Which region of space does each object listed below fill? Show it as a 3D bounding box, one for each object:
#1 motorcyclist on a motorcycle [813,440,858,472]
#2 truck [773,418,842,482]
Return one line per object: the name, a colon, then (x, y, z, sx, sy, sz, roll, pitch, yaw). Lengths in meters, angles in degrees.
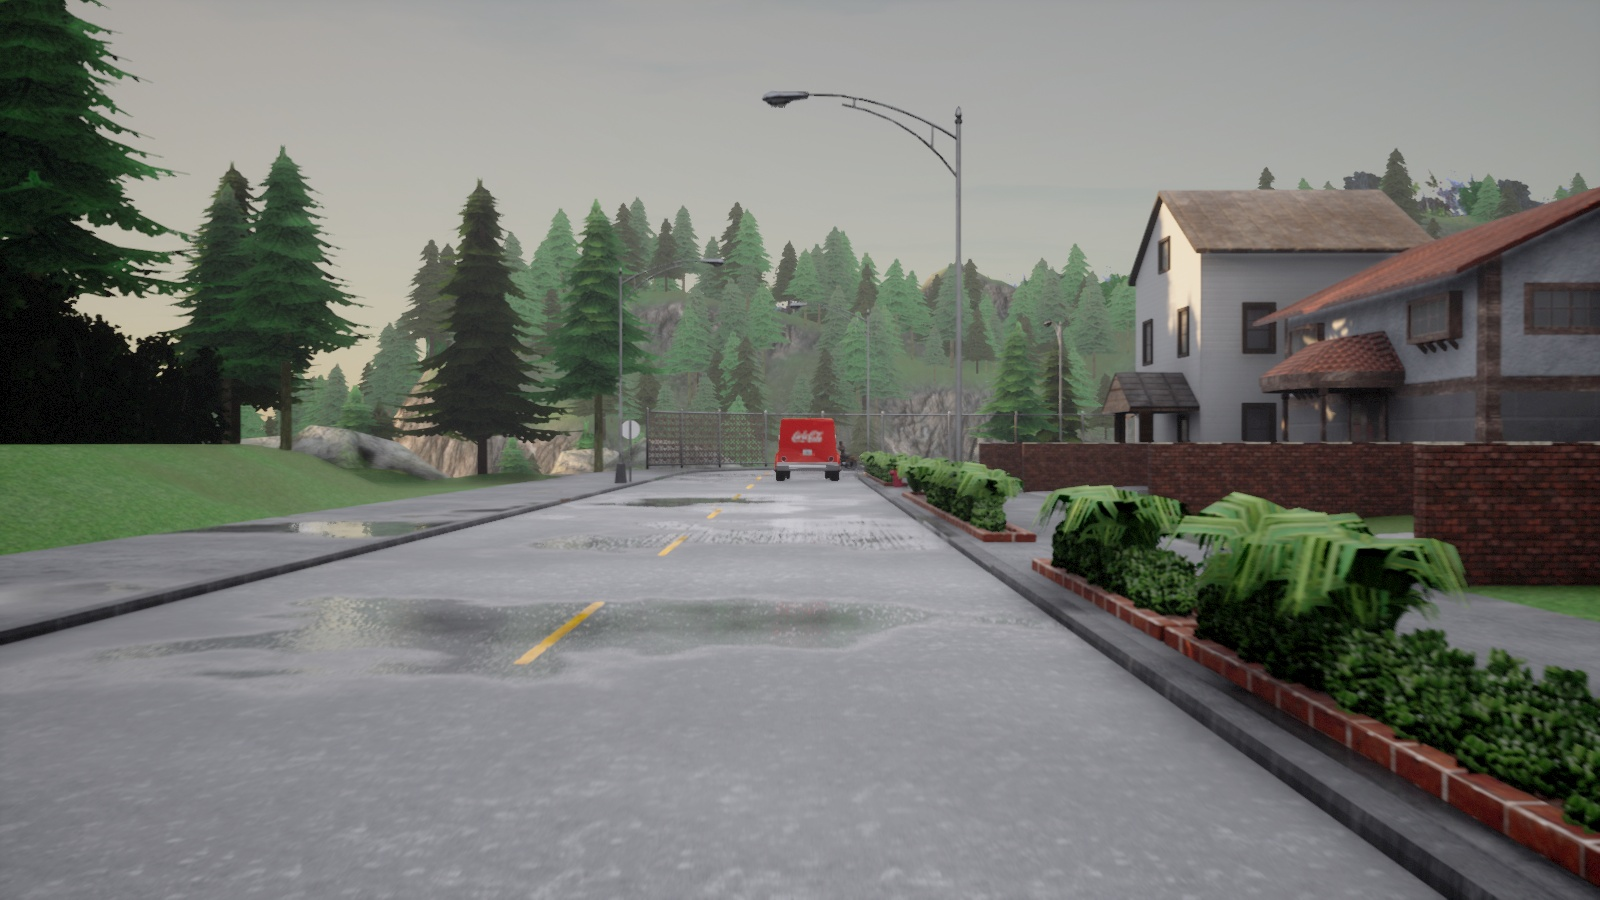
motorcyclist on a motorcycle: (1.940, 0.317, 67.914, 2.350, 1.649, 0.766, 0, 1, -26)
truck: (0.305, -0.027, 50.927, 2.627, 2.467, 5.204, 0, 0, 0)
